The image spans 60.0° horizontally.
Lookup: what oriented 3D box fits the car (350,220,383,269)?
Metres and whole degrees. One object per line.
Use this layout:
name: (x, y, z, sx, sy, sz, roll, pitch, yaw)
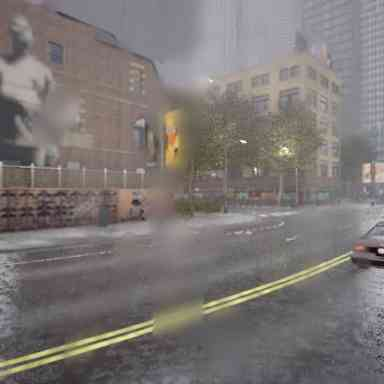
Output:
car: (6.634, 1.561, 10.314, 2.033, 1.411, 5.357, 0, 0, 43)
